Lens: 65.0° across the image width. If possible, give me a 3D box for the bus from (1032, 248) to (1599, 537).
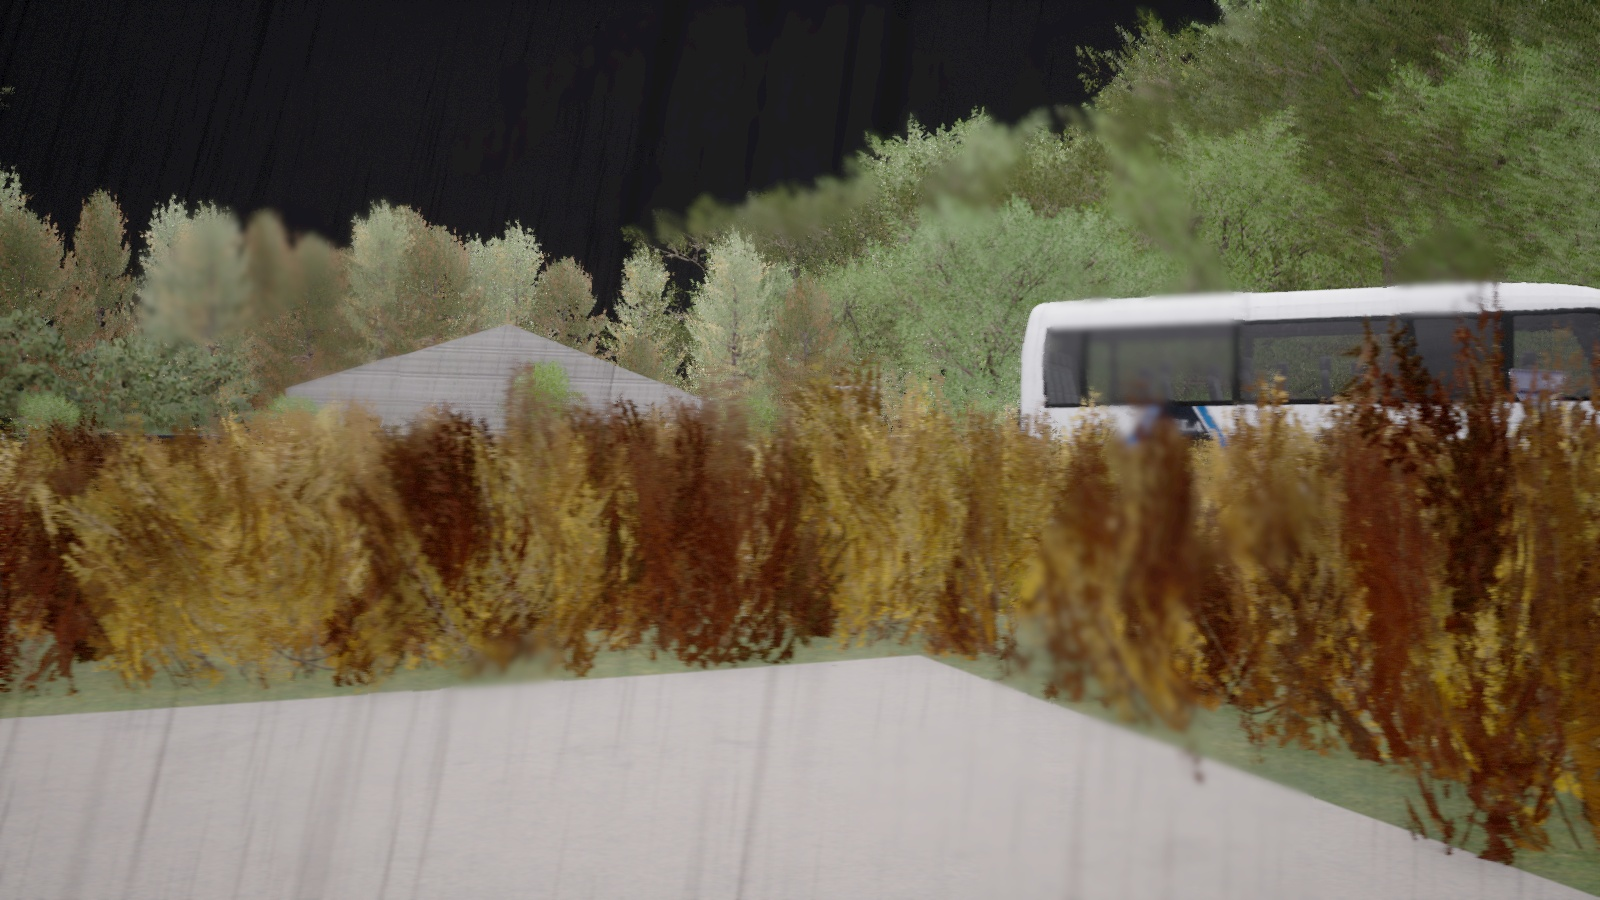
[{"bbox_3d":[9.579,-0.808,21.588,10.273,4.253,3.944,-1,0,23],"label":"bus"}]
